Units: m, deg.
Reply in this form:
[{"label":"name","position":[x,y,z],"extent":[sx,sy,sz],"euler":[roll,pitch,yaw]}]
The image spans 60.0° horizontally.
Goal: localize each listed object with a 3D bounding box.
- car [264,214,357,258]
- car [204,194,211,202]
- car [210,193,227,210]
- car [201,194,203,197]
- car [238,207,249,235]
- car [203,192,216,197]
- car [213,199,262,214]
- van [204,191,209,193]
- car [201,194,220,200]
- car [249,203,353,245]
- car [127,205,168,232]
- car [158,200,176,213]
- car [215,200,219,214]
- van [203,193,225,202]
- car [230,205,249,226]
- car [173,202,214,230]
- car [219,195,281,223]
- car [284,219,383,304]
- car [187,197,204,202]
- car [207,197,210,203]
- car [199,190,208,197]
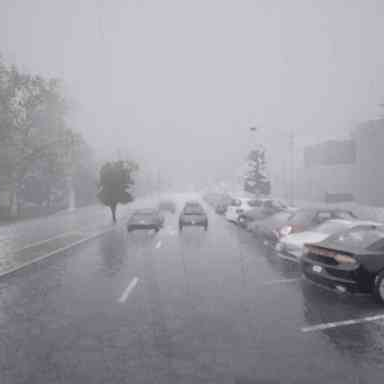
[{"label":"car","position":[5.068,1.643,11.142],"extent":[4.674,1.452,2.002],"euler":[1,0,-20]},{"label":"car","position":[5.017,1.615,56.170],"extent":[4.792,1.488,2.163],"euler":[1,1,-20]},{"label":"car","position":[5.032,1.447,32.147],"extent":[5.566,2.045,2.435],"euler":[1,0,-20]},{"label":"car","position":[5.030,1.523,68.135],"extent":[4.892,1.521,2.231],"euler":[1,0,-20]},{"label":"car","position":[5.065,1.696,17.141],"extent":[4.674,1.452,2.002],"euler":[1,0,-20]},{"label":"car","position":[5.012,1.428,62.160],"extent":[4.553,1.767,2.185],"euler":[1,0,-20]},{"label":"car","position":[5.224,1.678,38.240],"extent":[5.366,1.575,1.946],"euler":[1,0,-20]},{"label":"van","position":[5.149,1.314,65.194],"extent":[4.442,1.987,1.878],"euler":[1,0,-20]},{"label":"car","position":[5.051,1.361,92.024],"extent":[4.792,1.488,2.163],"euler":[1,1,-20]},{"label":"car","position":[5.096,1.505,14.154],"extent":[4.553,1.767,2.185],"euler":[1,0,-20]},{"label":"car","position":[-2.910,1.754,21.603],"extent":[1.994,1.385,4.181],"euler":[0,0,0]},{"label":"car","position":[-2.919,1.674,39.290],"extent":[1.837,1.490,4.892],"euler":[0,1,0]},{"label":"car","position":[4.886,1.688,26.093],"extent":[5.366,1.575,1.946],"euler":[1,0,-20]},{"label":"van","position":[4.928,1.264,74.055],"extent":[4.442,1.987,1.878],"euler":[1,1,-20]},{"label":"car","position":[5.087,1.701,20.166],"extent":[4.792,1.488,2.163],"euler":[1,-1,-20]},{"label":"car","position":[0.089,1.686,22.566],"extent":[2.128,1.511,4.902],"euler":[0,0,0]},{"label":"car","position":[5.088,1.434,23.167],"extent":[5.566,2.045,2.435],"euler":[1,0,-20]},{"label":"car","position":[5.060,1.573,8.142],"extent":[5.008,1.535,2.097],"euler":[1,-1,-20]},{"label":"car","position":[0.081,1.683,39.271],"extent":[1.837,1.490,4.892],"euler":[0,0,0]},{"label":"car","position":[5.023,1.679,44.164],"extent":[4.792,1.488,2.163],"euler":[1,1,-20]},{"label":"car","position":[5.013,1.255,71.102],"extent":[5.566,2.045,2.435],"euler":[1,1,-20]}]
